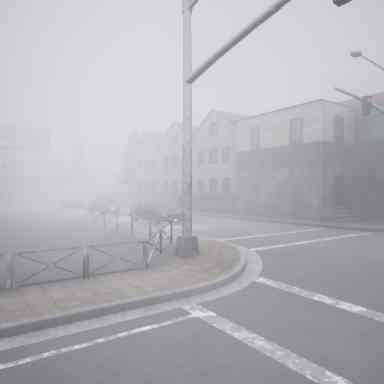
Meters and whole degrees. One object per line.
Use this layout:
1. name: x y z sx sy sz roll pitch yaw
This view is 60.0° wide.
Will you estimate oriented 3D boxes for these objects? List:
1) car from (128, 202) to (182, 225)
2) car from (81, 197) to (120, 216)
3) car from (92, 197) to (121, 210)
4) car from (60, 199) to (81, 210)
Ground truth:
1. car: -2.549 1.371 22.874 2.033 1.411 5.357 0 0 -35
2. car: -8.291 1.315 30.995 2.128 1.511 4.902 0 0 -35
3. car: -10.476 1.329 40.454 1.837 1.490 4.892 0 0 -35
4. car: -14.109 1.425 39.269 1.895 1.301 4.718 0 0 -35
